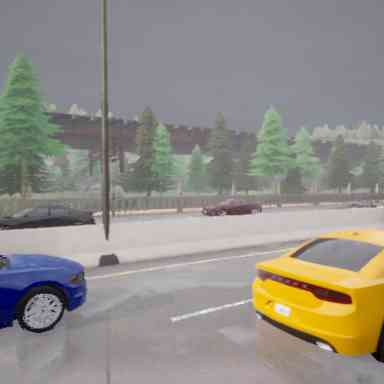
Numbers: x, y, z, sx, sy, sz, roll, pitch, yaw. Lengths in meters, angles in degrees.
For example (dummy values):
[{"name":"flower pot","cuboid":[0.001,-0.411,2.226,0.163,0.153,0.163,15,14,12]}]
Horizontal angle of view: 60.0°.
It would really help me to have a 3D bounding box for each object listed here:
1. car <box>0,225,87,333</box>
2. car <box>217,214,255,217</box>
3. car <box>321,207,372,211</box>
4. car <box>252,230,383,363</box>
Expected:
[{"name":"car","cuboid":[-4.185,1.461,5.018,5.008,1.535,1.882,-1,0,-35]},{"name":"car","cuboid":[3.156,1.208,26.244,5.008,1.535,1.882,-1,1,-30]},{"name":"car","cuboid":[10.985,1.306,22.721,4.718,1.301,1.895,-1,1,-30]},{"name":"car","cuboid":[3.312,1.399,5.735,5.008,1.535,1.882,-1,0,-32]}]
